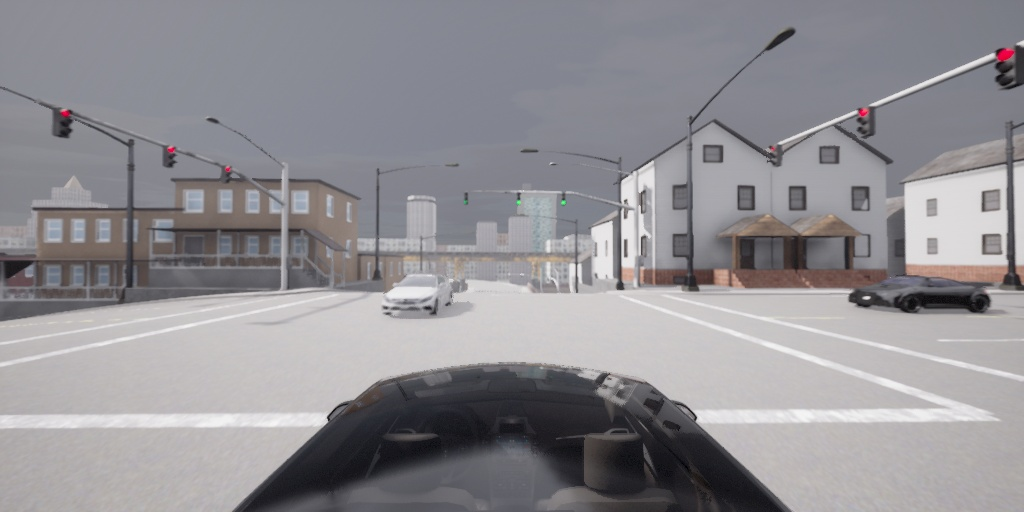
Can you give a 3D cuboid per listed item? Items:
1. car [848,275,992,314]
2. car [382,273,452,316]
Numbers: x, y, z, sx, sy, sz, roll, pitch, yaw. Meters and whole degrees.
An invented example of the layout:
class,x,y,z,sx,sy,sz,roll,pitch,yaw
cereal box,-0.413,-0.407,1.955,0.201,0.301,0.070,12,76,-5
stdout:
class,x,y,z,sx,sy,sz,roll,pitch,yaw
car,16.091,1.476,14.308,4.181,1.385,1.994,0,-1,-1
car,-3.492,1.409,13.981,1.812,1.442,4.674,0,0,0
